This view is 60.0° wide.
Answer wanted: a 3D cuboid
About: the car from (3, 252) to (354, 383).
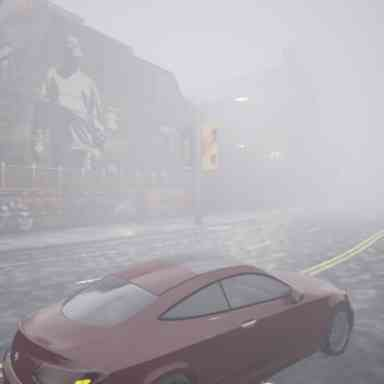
[{"bbox_3d":[0.255,1.539,4.283,4.674,1.442,1.812,0,0,-39],"label":"car"}]
